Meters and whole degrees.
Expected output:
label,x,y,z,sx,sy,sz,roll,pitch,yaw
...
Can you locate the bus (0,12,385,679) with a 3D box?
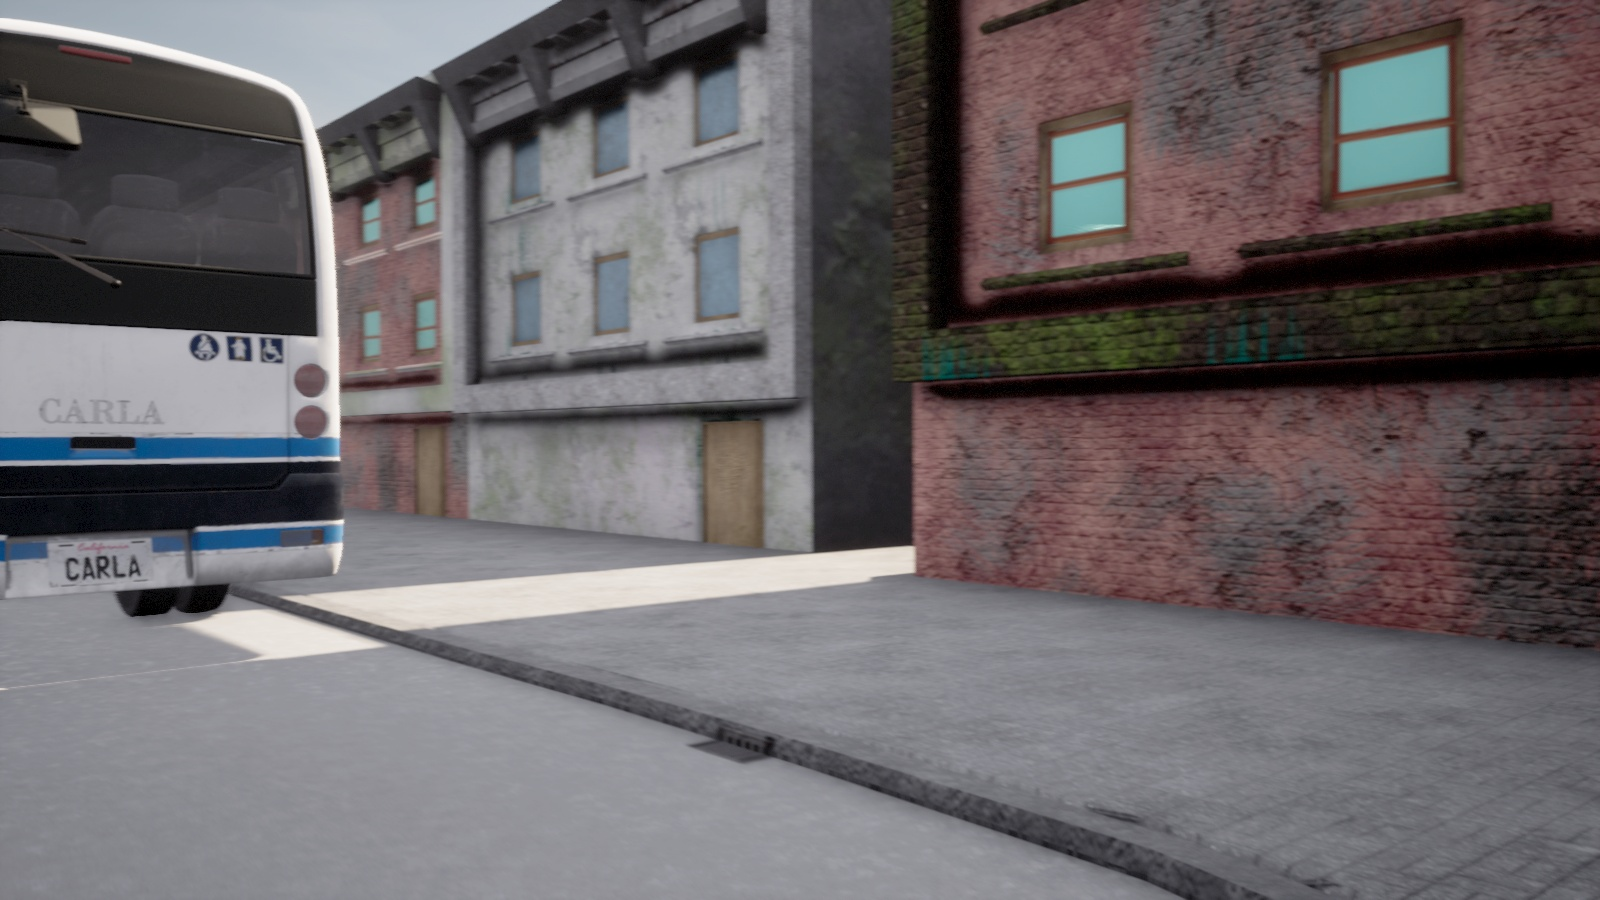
label,x,y,z,sx,sy,sz,roll,pitch,yaw
bus,-8.052,-0.682,12.250,3.944,4.253,10.273,0,0,-41
